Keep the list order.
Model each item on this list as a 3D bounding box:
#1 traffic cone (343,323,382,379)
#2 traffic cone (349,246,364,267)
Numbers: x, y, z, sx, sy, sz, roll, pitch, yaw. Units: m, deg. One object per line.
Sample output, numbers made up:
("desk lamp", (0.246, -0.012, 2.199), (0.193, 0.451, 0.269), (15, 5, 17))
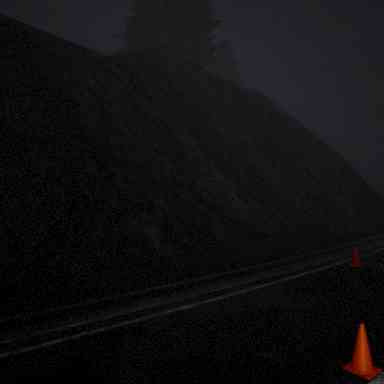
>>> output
("traffic cone", (2.166, 1.966, 4.231), (0.340, 0.580, 0.340), (0, 0, -38))
("traffic cone", (5.071, 1.980, 10.277), (0.340, 0.580, 0.340), (0, 0, -38))
